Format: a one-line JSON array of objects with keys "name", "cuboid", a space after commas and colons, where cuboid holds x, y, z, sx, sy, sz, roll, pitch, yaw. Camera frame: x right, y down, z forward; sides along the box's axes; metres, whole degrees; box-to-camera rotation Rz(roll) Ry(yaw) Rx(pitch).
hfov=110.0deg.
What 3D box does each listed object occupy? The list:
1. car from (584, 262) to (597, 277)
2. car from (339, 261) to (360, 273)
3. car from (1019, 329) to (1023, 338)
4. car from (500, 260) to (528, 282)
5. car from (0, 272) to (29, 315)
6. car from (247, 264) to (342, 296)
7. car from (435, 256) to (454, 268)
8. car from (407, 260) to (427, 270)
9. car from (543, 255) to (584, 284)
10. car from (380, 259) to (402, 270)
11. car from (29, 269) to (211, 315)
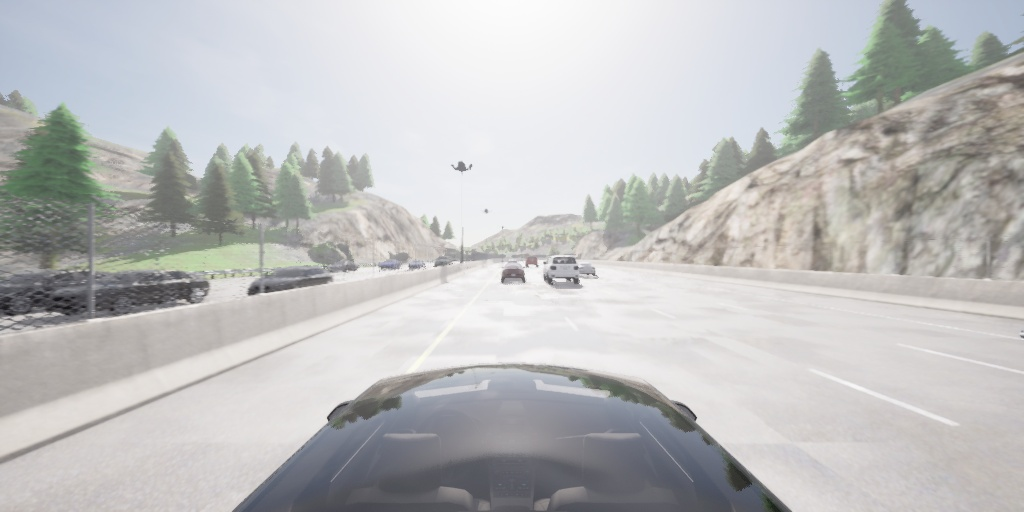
[{"name": "car", "cuboid": [7.099, 1.284, 35.757, 1.812, 1.442, 4.674, 0, 0, 0]}, {"name": "car", "cuboid": [-21.054, 1.306, 45.031, 2.033, 1.411, 5.357, 0, 0, 1]}, {"name": "car", "cuboid": [10.634, 1.352, 4.655, 1.895, 1.301, 4.718, 0, 0, 0]}, {"name": "car", "cuboid": [0.101, 1.282, 29.266, 1.812, 1.442, 4.674, 0, 0, 0]}, {"name": "car", "cuboid": [-17.588, 1.258, 13.653, 1.837, 1.490, 4.892, 0, 0, 0]}, {"name": "car", "cuboid": [-10.572, 1.259, 17.584, 1.837, 1.490, 4.892, 0, 0, 0]}, {"name": "car", "cuboid": [-10.523, 0.989, 56.051, 2.150, 2.045, 5.566, 0, 0, 1]}, {"name": "car", "cuboid": [-14.030, 1.287, 53.248, 1.812, 1.442, 4.674, 0, 0, 1]}, {"name": "car", "cuboid": [3.598, 0.977, 26.884, 2.150, 2.045, 5.566, 0, 0, 0]}, {"name": "car", "cuboid": [-17.541, 1.238, 52.023, 1.882, 1.535, 5.008, 0, 0, 1]}, {"name": "car", "cuboid": [-14.088, 1.258, 13.640, 1.837, 1.490, 4.892, 0, 0, 0]}]
